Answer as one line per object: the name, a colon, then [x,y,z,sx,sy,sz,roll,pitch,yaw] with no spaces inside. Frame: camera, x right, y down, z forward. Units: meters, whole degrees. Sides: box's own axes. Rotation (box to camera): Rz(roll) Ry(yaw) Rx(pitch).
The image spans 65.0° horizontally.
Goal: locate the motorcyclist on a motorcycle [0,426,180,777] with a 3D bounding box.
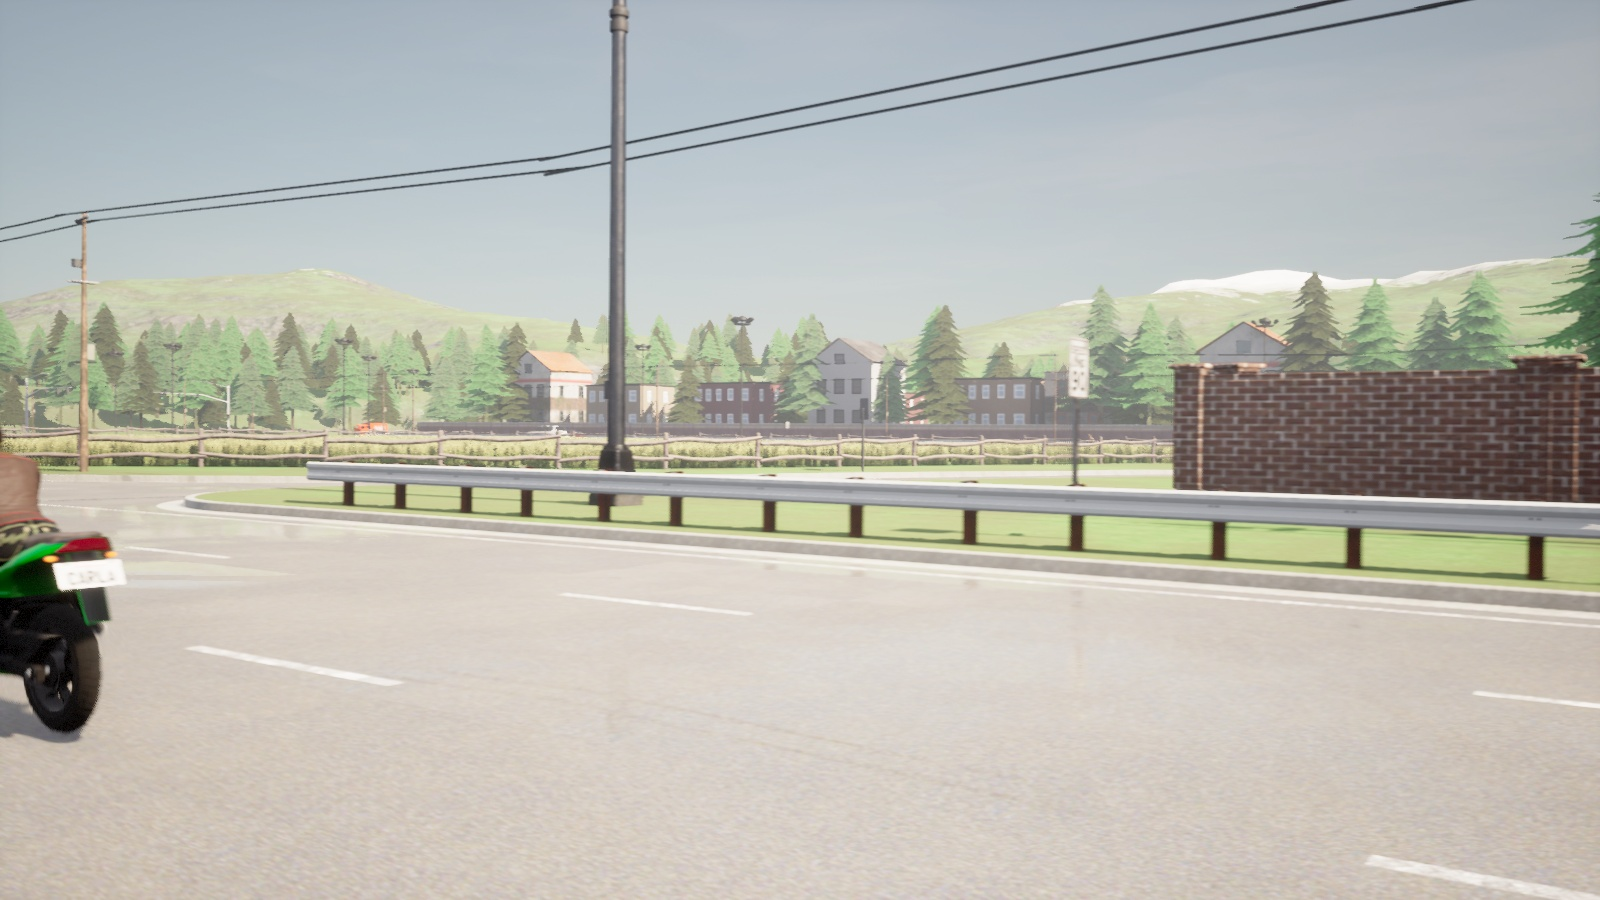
motorcyclist on a motorcycle: [-4.108,0.663,6.352,2.044,1.523,0.797,-1,1,34]
